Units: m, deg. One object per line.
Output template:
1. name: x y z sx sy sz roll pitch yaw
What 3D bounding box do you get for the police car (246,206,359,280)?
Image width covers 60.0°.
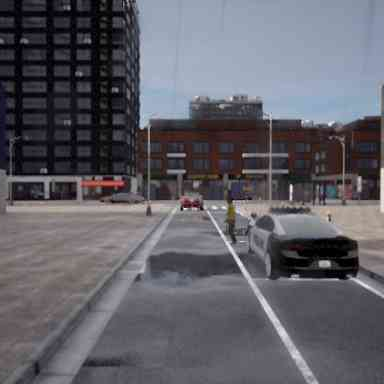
1. police car: 2.750 1.235 9.471 1.930 1.638 5.238 0 1 0

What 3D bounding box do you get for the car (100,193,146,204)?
1. car: -8.404 0.775 40.604 5.357 1.411 2.033 0 1 3

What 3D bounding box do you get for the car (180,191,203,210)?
1. car: -0.085 0.736 31.387 2.097 1.767 4.553 0 1 -2

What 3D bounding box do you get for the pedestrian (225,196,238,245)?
1. pedestrian: 1.479 1.044 12.483 0.375 1.860 0.375 0 1 0
